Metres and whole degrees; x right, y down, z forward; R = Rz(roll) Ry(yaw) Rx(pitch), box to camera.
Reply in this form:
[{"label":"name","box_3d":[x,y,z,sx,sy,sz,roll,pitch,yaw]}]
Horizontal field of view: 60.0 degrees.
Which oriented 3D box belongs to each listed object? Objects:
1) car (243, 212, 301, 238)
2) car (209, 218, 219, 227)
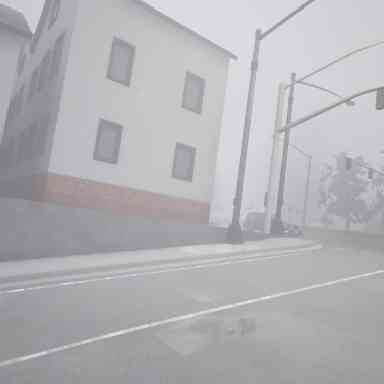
[{"label":"car","box_3d":[7.005,2.954,29.616,2.150,2.045,5.566,12,-7,-35]},{"label":"car","box_3d":[0.868,3.300,38.121,2.033,1.411,5.357,12,-7,-35]}]
